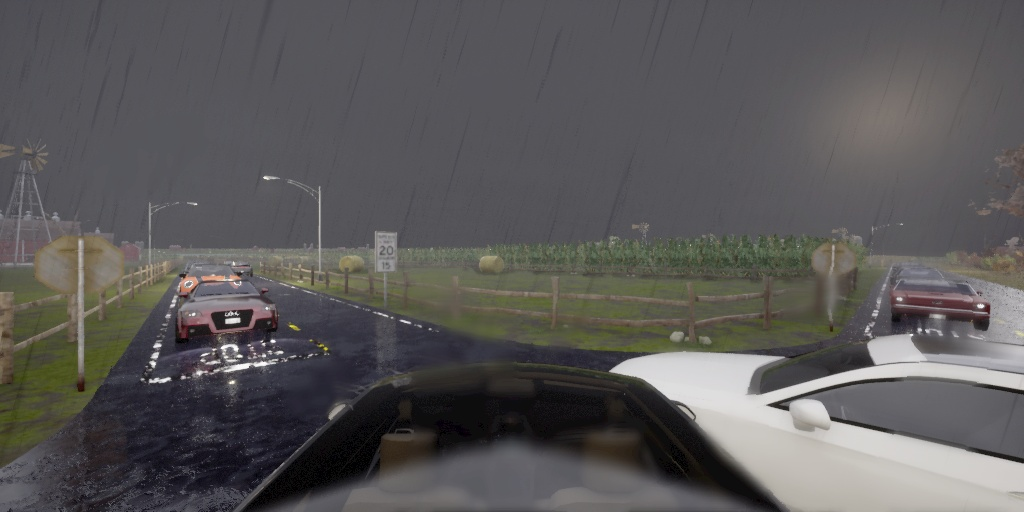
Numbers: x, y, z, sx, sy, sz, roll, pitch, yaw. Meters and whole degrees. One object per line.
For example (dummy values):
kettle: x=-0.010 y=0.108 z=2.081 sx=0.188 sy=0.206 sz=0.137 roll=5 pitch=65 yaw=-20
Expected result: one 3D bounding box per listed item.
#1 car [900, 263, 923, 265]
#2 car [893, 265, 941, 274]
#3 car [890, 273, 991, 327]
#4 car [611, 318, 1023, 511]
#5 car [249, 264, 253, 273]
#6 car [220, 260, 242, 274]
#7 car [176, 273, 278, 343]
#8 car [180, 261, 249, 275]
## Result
car: x=27.290 y=1.403 z=24.346 sx=4.181 sy=1.385 sz=1.994 roll=0 pitch=1 yaw=-43
car: x=20.551 y=1.365 z=18.075 sx=5.357 sy=1.411 sz=2.033 roll=0 pitch=1 yaw=-43
car: x=13.490 y=1.399 z=11.494 sx=4.718 sy=1.301 sz=1.895 roll=0 pitch=1 yaw=-43
car: x=2.833 y=1.294 z=2.405 sx=1.812 sy=1.442 sz=4.674 roll=0 pitch=1 yaw=-44
car: x=-27.070 y=1.284 z=35.631 sx=2.128 sy=1.511 sz=4.902 roll=0 pitch=0 yaw=-42
car: x=-33.809 y=1.306 z=43.072 sx=1.837 sy=1.490 sz=4.892 roll=0 pitch=0 yaw=-42
car: x=-7.965 y=1.355 z=9.966 sx=1.994 sy=1.385 sz=4.181 roll=0 pitch=0 yaw=-43
car: x=-13.757 y=1.141 z=16.435 sx=2.097 sy=1.767 sz=4.553 roll=0 pitch=0 yaw=-42
